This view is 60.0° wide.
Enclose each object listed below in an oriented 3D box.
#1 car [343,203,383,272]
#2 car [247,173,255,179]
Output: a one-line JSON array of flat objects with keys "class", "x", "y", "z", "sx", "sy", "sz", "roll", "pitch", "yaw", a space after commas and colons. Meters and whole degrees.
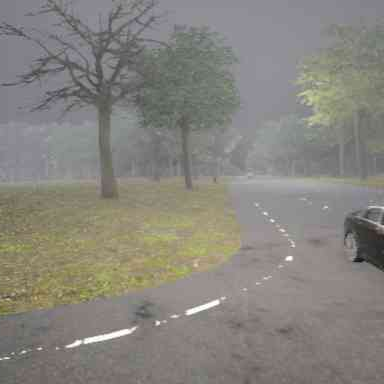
[{"class": "car", "x": 4.525, "y": 0.980, "z": 6.418, "sx": 2.128, "sy": 1.511, "sz": 4.902, "roll": -2, "pitch": 3, "yaw": 5}, {"class": "car", "x": 13.824, "y": -3.763, "z": 78.260, "sx": 1.837, "sy": 1.490, "sz": 4.892, "roll": -2, "pitch": 3, "yaw": 12}]
